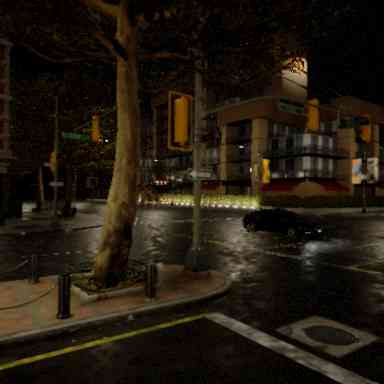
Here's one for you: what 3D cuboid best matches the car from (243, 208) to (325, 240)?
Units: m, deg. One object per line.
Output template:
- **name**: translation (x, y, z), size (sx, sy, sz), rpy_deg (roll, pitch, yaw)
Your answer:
- **car**: translation (4.971, 1.701, 18.584), size (1.837, 1.490, 4.892), rpy_deg (1, 0, -36)
